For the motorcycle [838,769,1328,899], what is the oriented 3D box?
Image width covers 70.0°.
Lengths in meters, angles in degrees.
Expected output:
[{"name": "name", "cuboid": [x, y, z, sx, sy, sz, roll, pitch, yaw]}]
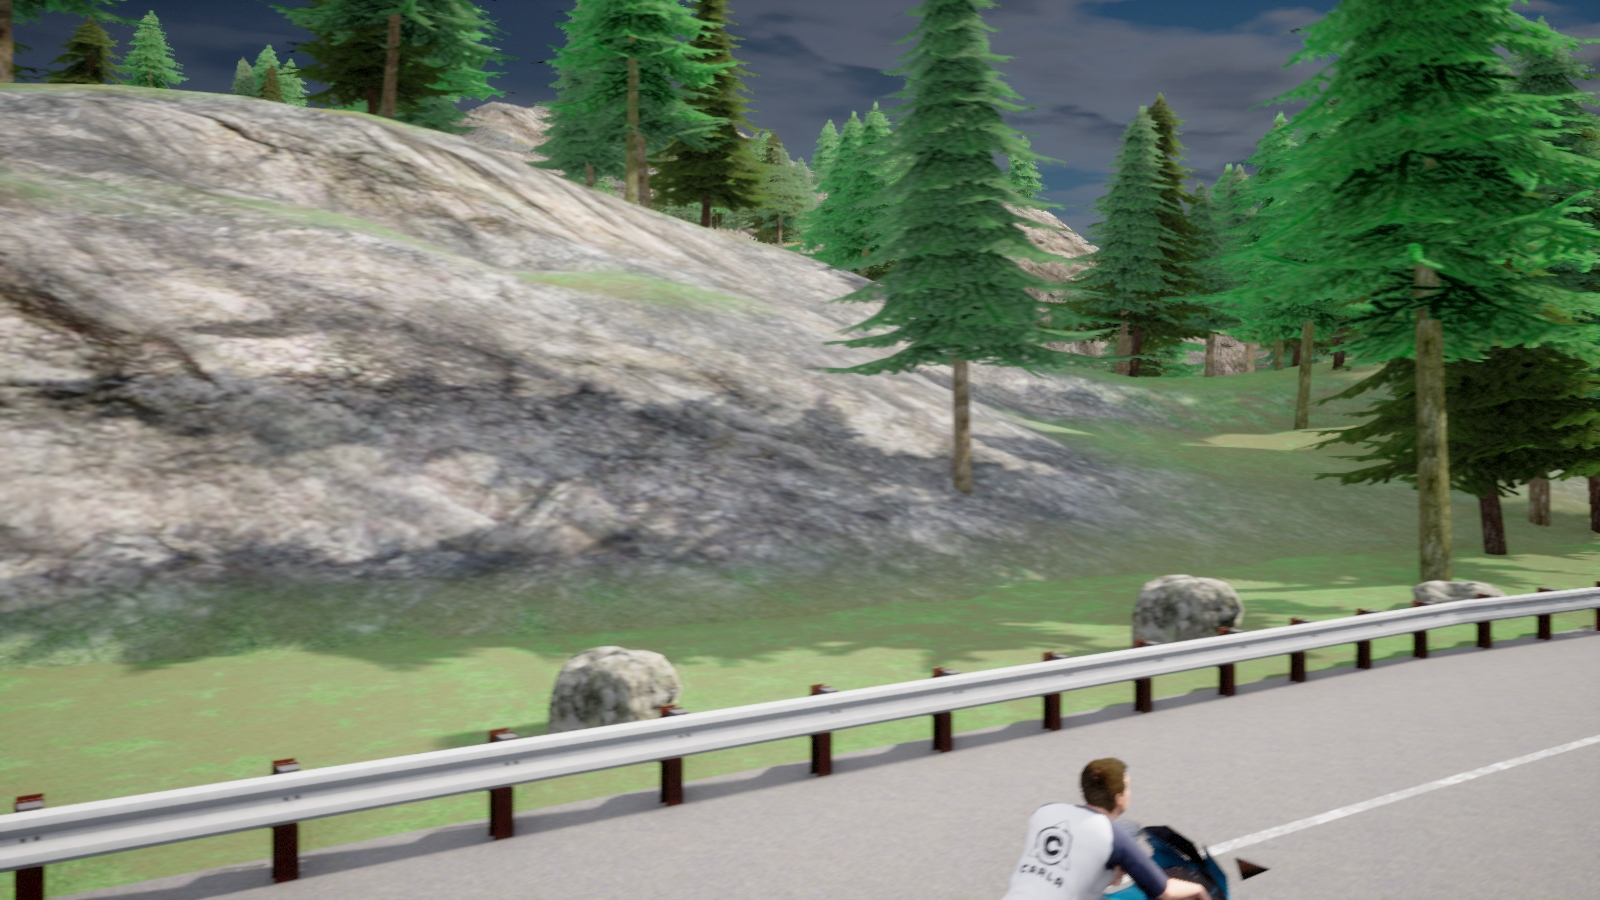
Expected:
[{"name": "motorcycle", "cuboid": [1.216, 2.176, 4.706, 2.033, 1.217, 0.803, 0, 0, -34]}]
